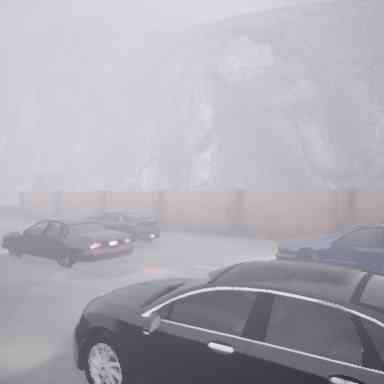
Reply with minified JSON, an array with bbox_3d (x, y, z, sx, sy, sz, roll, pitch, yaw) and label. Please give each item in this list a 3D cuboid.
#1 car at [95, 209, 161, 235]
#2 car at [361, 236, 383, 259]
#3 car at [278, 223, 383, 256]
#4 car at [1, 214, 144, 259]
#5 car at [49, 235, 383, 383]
[{"bbox_3d":[-3.603,1.558,15.156,4.892,1.490,1.837,0,0,36],"label":"car"},{"bbox_3d":[5.165,1.594,4.630,4.718,1.301,1.895,0,0,35],"label":"car"},{"bbox_3d":[5.077,1.552,8.972,5.357,1.411,2.033,0,0,35],"label":"car"},{"bbox_3d":[-4.404,1.592,11.424,5.357,1.411,2.033,0,0,35],"label":"car"},{"bbox_3d":[0.782,1.511,3.459,4.892,1.490,1.837,0,0,35],"label":"car"}]
